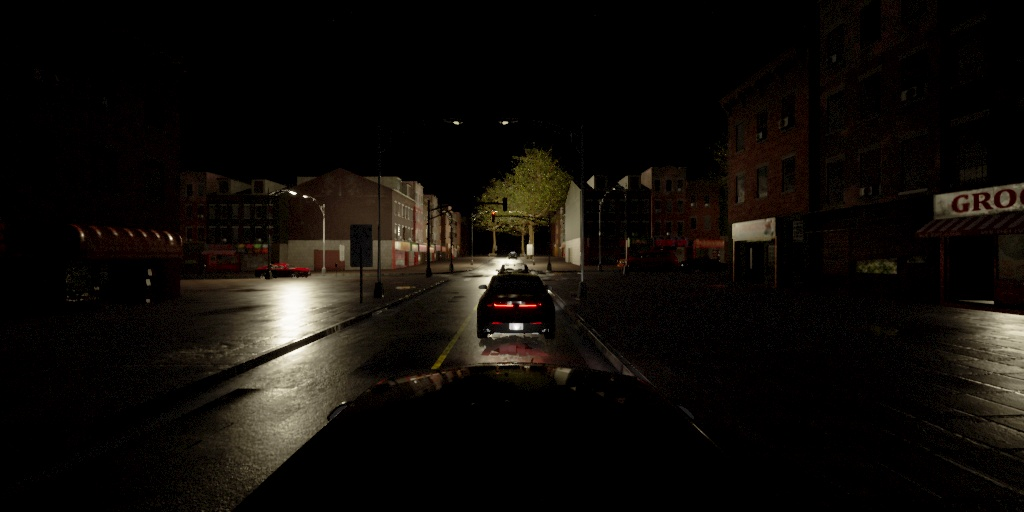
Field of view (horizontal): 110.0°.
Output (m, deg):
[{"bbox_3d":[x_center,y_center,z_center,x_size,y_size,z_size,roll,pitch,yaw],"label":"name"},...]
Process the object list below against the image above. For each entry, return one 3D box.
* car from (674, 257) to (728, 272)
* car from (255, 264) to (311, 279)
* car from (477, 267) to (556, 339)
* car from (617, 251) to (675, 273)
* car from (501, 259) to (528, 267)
[{"bbox_3d":[17.277,0.819,31.962,4.313,1.339,1.948,0,0,0],"label":"car"},{"bbox_3d":[-20.305,1.356,31.903,4.507,1.381,1.888,0,0,0],"label":"car"},{"bbox_3d":[0.104,1.230,9.996,1.837,1.490,4.892,0,0,0],"label":"car"},{"bbox_3d":[13.057,0.535,34.695,5.566,2.045,2.150,-1,0,0],"label":"car"},{"bbox_3d":[0.135,1.134,19.360,2.128,1.511,4.902,0,1,0],"label":"car"}]
